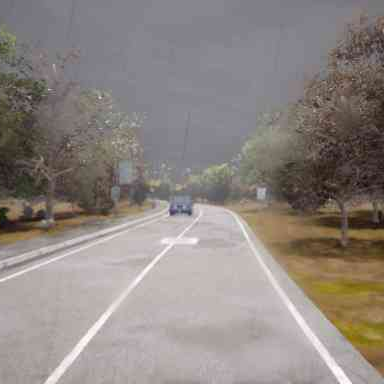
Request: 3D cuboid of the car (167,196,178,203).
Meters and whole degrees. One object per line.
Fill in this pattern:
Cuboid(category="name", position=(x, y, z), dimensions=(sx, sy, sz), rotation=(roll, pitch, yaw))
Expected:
Cuboid(category="car", position=(-4.476, 1.688, 75.964), dimensions=(1.837, 1.490, 4.892), rotation=(1, 0, -12))

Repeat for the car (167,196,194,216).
Cuboid(category="car", position=(-1.014, 1.406, 34.812), dimensions=(2.150, 2.045, 5.566), rotation=(0, 0, 4))
